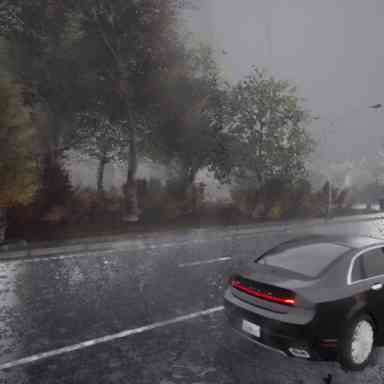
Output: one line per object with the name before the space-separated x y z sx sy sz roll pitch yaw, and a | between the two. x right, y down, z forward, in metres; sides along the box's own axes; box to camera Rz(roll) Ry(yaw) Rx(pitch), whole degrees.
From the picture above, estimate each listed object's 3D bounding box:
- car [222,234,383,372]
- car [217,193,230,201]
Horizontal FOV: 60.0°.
car | 2.728 1.487 5.684 4.892 1.490 1.837 0 0 -35
car | 7.078 1.049 67.318 2.097 1.767 4.553 0 1 -32
